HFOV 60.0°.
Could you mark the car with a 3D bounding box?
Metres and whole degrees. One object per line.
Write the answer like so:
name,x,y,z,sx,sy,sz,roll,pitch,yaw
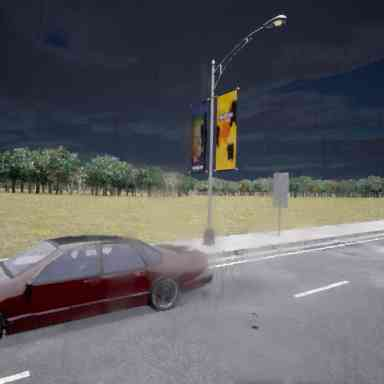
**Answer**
car,-2.088,1.548,6.192,5.357,1.411,2.033,0,0,-36
